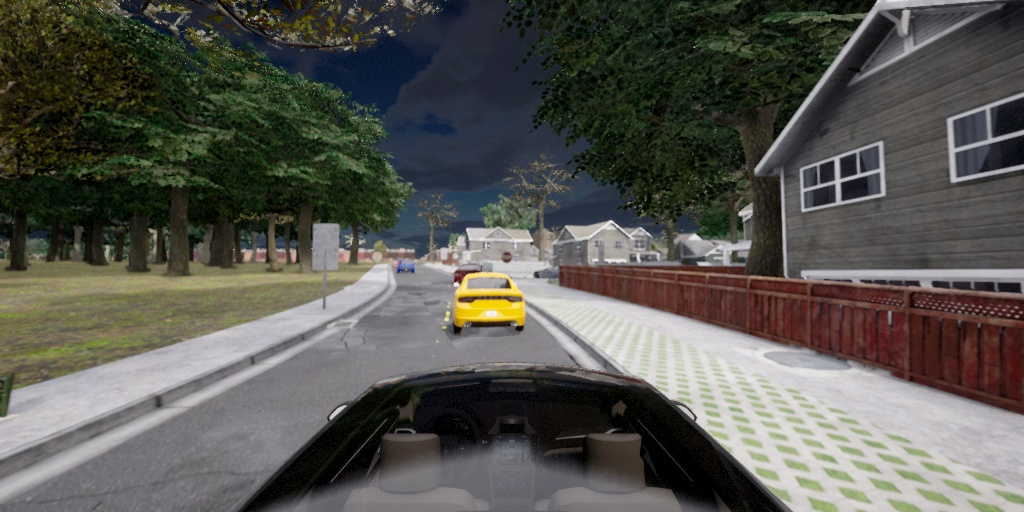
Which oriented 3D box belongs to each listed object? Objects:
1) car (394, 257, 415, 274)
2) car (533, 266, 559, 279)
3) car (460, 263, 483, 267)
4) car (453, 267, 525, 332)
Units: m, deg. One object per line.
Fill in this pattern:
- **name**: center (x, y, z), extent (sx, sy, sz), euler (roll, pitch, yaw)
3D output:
- **car**: center (-12.096, 1.185, 40.736), extent (1.882, 1.535, 5.008), euler (1, 0, -19)
- **car**: center (4.230, 1.661, 35.551), extent (4.181, 1.385, 1.994), euler (1, -3, -17)
- **car**: center (-2.929, 1.287, 26.608), extent (1.882, 1.535, 5.008), euler (-1, 0, 3)
- **car**: center (-0.799, 1.266, 11.152), extent (1.882, 1.535, 5.008), euler (0, 0, -7)
